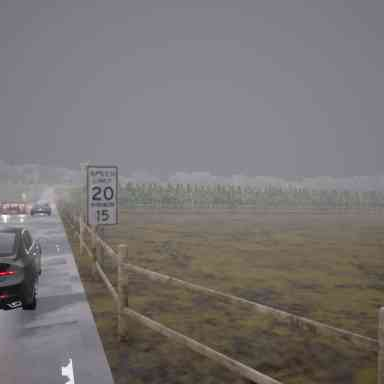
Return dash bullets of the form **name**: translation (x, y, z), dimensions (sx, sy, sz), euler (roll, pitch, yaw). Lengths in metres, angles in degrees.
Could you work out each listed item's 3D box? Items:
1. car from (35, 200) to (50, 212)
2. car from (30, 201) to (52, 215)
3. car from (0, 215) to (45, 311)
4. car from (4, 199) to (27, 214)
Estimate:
- **car**: translation (-20.273, 1.896, 45.264), dimensions (1.812, 1.442, 4.674), euler (0, -1, -23)
- **car**: translation (-16.401, 1.796, 36.170), dimensions (1.994, 1.385, 4.181), euler (0, -1, -22)
- **car**: translation (-4.407, 1.517, 7.396), dimensions (1.837, 1.490, 4.892), euler (0, 0, -23)
- **car**: translation (-20.565, 1.644, 38.844), dimensions (2.097, 1.767, 4.553), euler (0, -1, -23)
